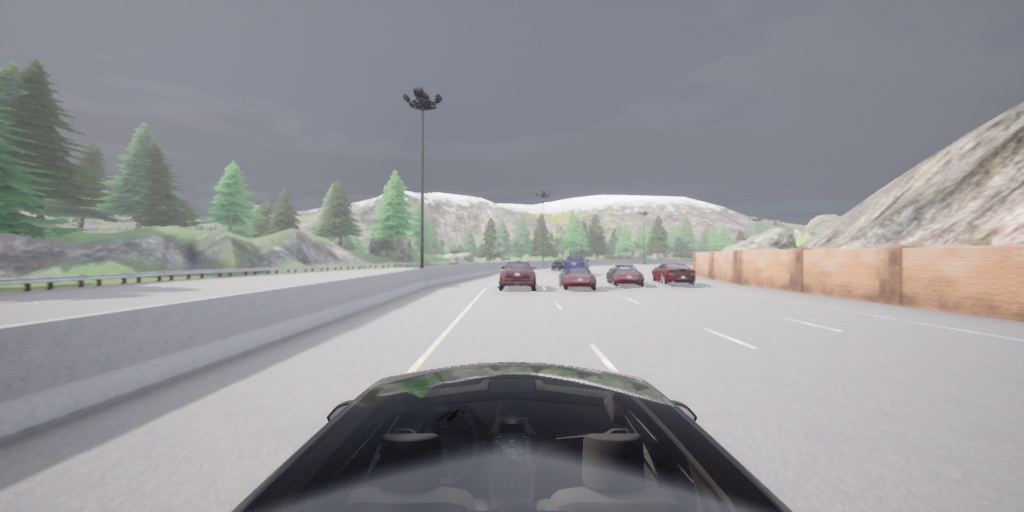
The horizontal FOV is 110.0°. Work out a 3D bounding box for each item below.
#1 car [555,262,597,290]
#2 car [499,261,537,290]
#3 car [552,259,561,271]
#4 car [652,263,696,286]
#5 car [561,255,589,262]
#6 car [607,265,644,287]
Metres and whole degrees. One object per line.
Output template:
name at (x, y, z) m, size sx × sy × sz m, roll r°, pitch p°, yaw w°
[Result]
car at (3.997, 1.286, 22.285) m, size 1.994 × 1.385 × 4.181 m, roll 0°, pitch 0°, yaw 4°
car at (0.427, 1.058, 22.101) m, size 2.097 × 1.767 × 4.553 m, roll 0°, pitch 0°, yaw 3°
car at (6.630, 1.184, 46.509) m, size 1.837 × 1.490 × 4.892 m, roll -1°, pitch 0°, yaw 25°
car at (11.447, 1.224, 25.687) m, size 1.882 × 1.535 × 5.008 m, roll 0°, pitch 0°, yaw 8°
car at (7.043, 0.922, 38.617) m, size 2.150 × 2.045 × 5.566 m, roll 0°, pitch 0°, yaw 17°
car at (7.758, 1.296, 24.775) m, size 1.994 × 1.385 × 4.181 m, roll 0°, pitch 0°, yaw 8°
